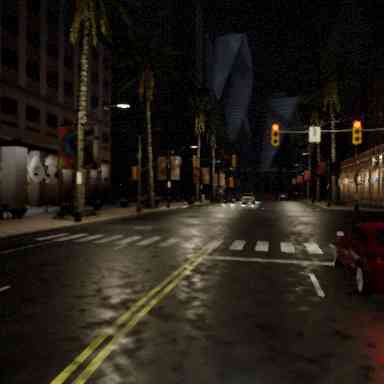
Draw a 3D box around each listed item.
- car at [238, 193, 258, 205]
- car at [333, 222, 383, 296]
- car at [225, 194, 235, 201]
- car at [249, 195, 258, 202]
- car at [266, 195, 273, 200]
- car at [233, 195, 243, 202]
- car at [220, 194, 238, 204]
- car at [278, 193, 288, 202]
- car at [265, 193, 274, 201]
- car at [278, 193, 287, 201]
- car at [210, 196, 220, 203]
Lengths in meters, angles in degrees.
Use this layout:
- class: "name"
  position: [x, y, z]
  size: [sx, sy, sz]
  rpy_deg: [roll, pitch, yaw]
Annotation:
- class: "car"
  position: [10.289, 1.217, 60.628]
  size: [2.150, 2.045, 5.566]
  rpy_deg: [0, 0, 14]
- class: "car"
  position: [4.921, 1.501, 8.478]
  size: [1.882, 1.535, 5.008]
  rpy_deg: [0, 0, 14]
- class: "car"
  position: [10.102, 1.316, 87.921]
  size: [2.185, 1.767, 4.553]
  rpy_deg: [0, 0, 13]
- class: "car"
  position: [14.110, 1.503, 76.248]
  size: [1.837, 1.490, 4.892]
  rpy_deg: [0, 0, 14]
- class: "car"
  position: [21.574, 1.526, 92.747]
  size: [1.837, 1.490, 4.892]
  rpy_deg: [0, 0, 13]
- class: "car"
  position: [10.647, 1.457, 76.824]
  size: [1.882, 1.535, 5.008]
  rpy_deg: [0, 0, 14]
- class: "car"
  position: [6.869, 1.476, 61.383]
  size: [1.837, 1.490, 4.892]
  rpy_deg: [0, 0, 14]
- class: "car"
  position: [22.730, 1.577, 82.168]
  size: [2.128, 1.511, 4.902]
  rpy_deg: [0, 0, 13]
- class: "car"
  position: [19.248, 1.255, 82.631]
  size: [2.150, 2.045, 5.566]
  rpy_deg: [0, 0, 13]
- class: "car"
  position: [24.994, 1.276, 91.991]
  size: [2.150, 2.045, 5.566]
  rpy_deg: [0, 0, 13]
- class: "car"
  position: [4.882, 1.465, 66.620]
  size: [2.161, 1.482, 4.786]
  rpy_deg: [0, 0, 13]
